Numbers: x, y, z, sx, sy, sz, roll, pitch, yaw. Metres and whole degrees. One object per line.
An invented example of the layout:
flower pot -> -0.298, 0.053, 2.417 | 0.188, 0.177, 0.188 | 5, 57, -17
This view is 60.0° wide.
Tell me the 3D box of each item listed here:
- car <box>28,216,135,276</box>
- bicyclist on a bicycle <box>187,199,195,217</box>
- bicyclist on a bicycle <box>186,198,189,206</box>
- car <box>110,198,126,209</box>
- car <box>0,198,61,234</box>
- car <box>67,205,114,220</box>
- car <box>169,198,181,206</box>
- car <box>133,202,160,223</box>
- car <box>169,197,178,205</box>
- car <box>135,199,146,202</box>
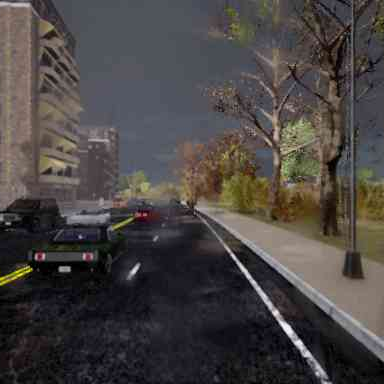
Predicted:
car -> -3.257, 1.688, 10.661 | 1.895, 1.301, 4.718 | 0, 0, -1
bicyclist on a bicycle -> 0.029, 1.712, 33.807 | 0.582, 1.620, 1.656 | 0, -1, -3
bicyclist on a bicycle -> -0.535, 1.704, 43.735 | 0.659, 1.776, 1.843 | 0, 0, -4
car -> -12.028, 1.782, 54.293 | 2.097, 1.767, 4.553 | 0, 0, -4
car -> -10.207, 1.395, 21.078 | 2.150, 2.045, 5.566 | 0, 0, -2
car -> -7.017, 1.786, 22.905 | 1.895, 1.301, 4.718 | 0, 0, -2
car -> -3.103, 1.985, 65.335 | 2.128, 1.511, 4.902 | 0, -1, -5
car -> -3.773, 1.786, 28.226 | 1.994, 1.385, 4.181 | 0, 0, -2
car -> -4.320, 2.055, 76.802 | 1.882, 1.535, 5.008 | 0, 0, -6
car -> -9.228, 1.962, 60.233 | 2.128, 1.511, 4.902 | 0, 0, -4
